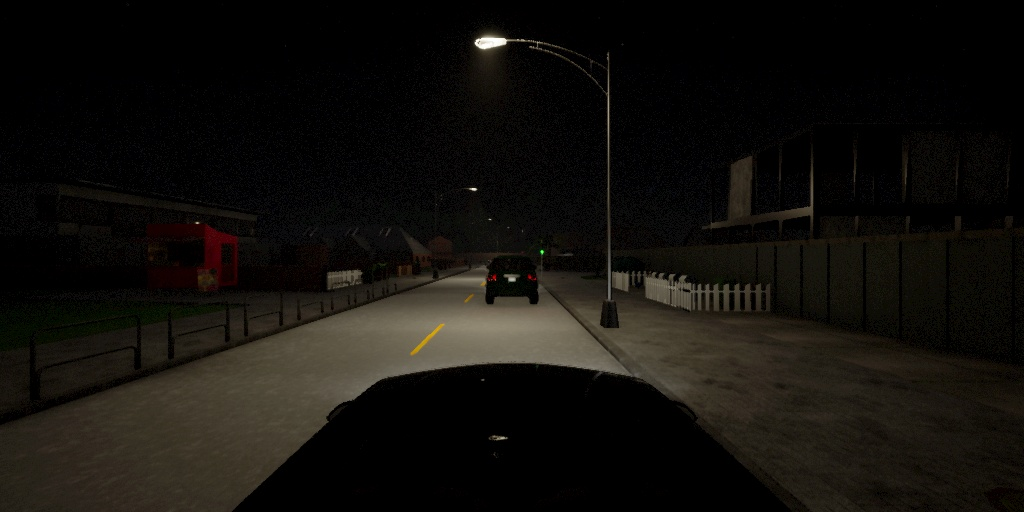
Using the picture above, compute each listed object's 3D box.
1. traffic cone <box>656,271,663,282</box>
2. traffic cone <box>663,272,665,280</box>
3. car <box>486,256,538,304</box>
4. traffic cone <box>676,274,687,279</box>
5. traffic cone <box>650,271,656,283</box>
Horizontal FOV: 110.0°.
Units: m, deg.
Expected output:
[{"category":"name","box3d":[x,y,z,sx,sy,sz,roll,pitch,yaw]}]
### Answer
[{"category":"traffic cone","box3d":[11.390,1.555,27.996,0.344,0.586,0.344,0,0,0]},{"category":"traffic cone","box3d":[11.751,1.559,28.565,0.344,0.586,0.344,0,0,0]},{"category":"car","box3d":[0.000,1.006,16.530,2.150,2.045,5.566,0,0,0]},{"category":"traffic cone","box3d":[15.798,1.566,33.449,0.344,0.586,0.344,0,0,0]},{"category":"traffic cone","box3d":[10.391,1.580,26.955,0.344,0.586,0.344,0,0,0]}]
